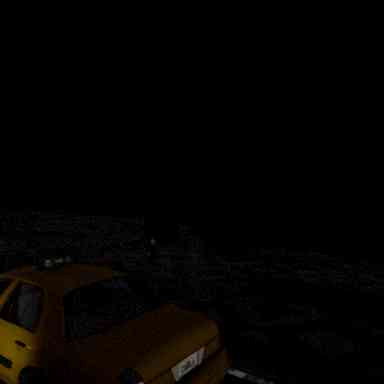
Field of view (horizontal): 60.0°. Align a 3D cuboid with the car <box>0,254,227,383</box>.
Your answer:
[{"bbox_3d":[-1.910,1.491,4.333,4.829,1.417,1.752,1,0,36],"label":"car"}]
